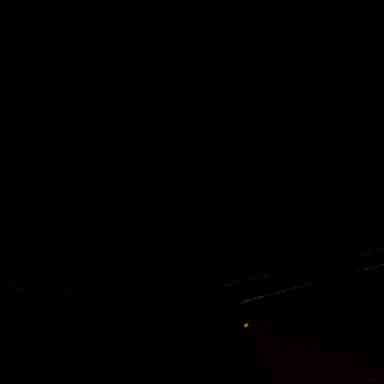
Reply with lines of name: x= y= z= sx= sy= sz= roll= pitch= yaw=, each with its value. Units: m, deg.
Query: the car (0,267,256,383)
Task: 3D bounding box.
car: x=-1.454 y=1.521 z=2.932 sx=4.674 sy=1.442 sz=1.812 roll=0 pitch=0 yaw=-36
